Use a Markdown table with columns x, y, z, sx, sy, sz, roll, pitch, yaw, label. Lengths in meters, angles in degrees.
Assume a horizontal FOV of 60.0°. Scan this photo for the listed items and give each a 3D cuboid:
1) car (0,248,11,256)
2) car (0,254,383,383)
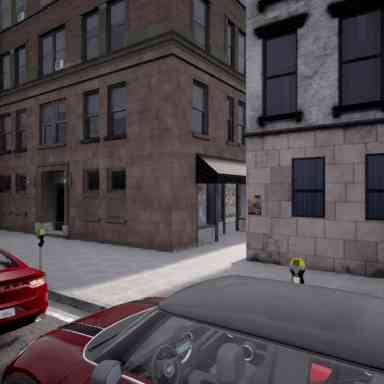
| x | y | z | sx | sy | sz | roll | pitch | yaw | label |
| --- | --- | --- | --- | --- | --- | --- | --- | --- | --- |
| -4.388 | 1.545 | 5.887 | 4.507 | 1.381 | 1.887 | 0 | 0 | 35 | car |
| 0.261 | 1.440 | 2.619 | 4.097 | 1.590 | 1.967 | 0 | 0 | 35 | car |
